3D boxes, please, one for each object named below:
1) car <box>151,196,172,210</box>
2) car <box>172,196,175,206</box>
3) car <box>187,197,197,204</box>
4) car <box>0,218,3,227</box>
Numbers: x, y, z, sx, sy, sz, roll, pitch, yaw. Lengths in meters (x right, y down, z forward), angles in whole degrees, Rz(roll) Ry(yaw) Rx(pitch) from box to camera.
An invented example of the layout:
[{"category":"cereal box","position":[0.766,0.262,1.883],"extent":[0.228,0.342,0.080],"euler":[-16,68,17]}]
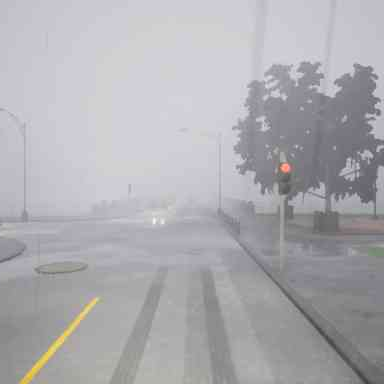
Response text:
[{"category":"car","position":[-4.074,1.491,42.246],"extent":[2.128,1.511,4.902],"euler":[0,0,0]},{"category":"car","position":[-4.062,1.477,51.794],"extent":[1.882,1.535,5.008],"euler":[0,0,0]},{"category":"car","position":[0.038,1.547,61.682],"extent":[2.033,1.411,5.357],"euler":[0,0,0]},{"category":"car","position":[-13.677,1.547,18.635],"extent":[5.357,1.411,2.033],"euler":[0,0,0]}]
